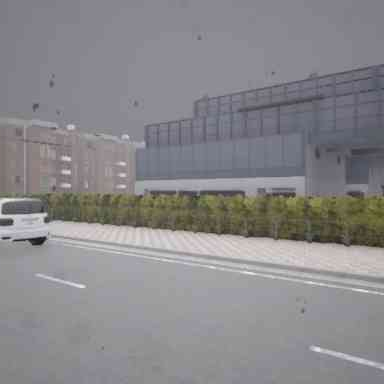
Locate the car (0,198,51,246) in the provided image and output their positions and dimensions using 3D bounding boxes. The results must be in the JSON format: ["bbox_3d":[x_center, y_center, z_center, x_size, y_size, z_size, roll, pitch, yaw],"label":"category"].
[{"bbox_3d":[-8.262,1.257,14.062,5.566,2.045,2.150,0,0,36],"label":"car"}]
